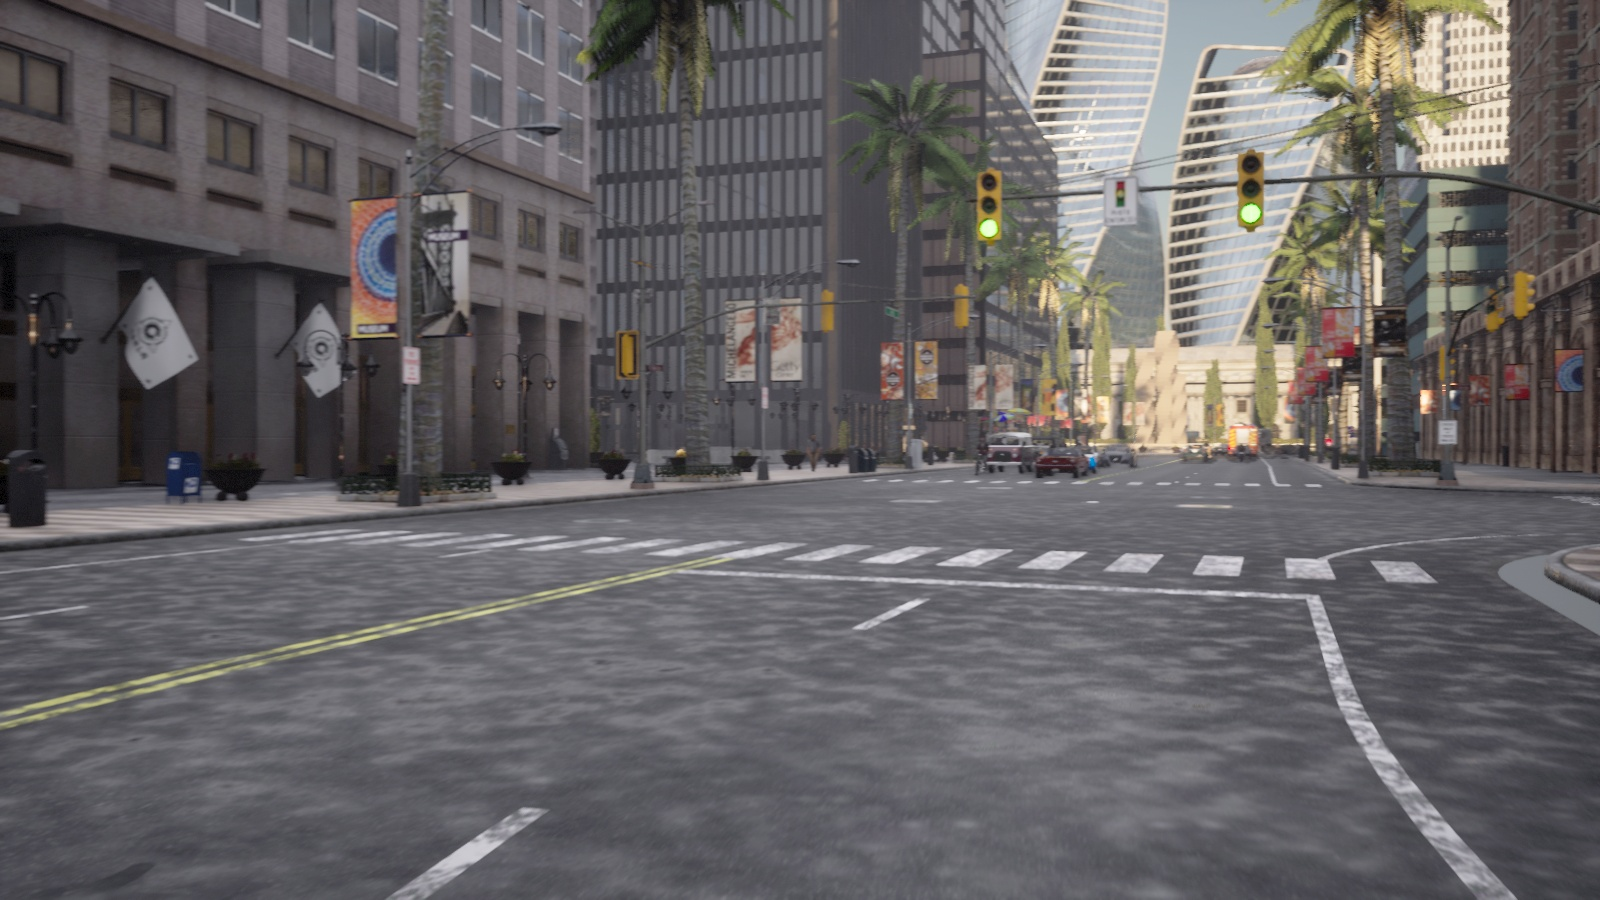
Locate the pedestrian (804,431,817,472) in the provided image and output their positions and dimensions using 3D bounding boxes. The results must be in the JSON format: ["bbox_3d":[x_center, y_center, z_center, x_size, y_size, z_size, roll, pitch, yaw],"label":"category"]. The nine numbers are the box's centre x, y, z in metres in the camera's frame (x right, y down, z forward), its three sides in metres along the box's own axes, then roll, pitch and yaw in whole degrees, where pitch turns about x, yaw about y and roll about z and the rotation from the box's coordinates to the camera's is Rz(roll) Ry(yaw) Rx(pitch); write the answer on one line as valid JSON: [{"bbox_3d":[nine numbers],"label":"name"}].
[{"bbox_3d":[0.477,0.082,56.909,0.540,1.848,0.694,0,0,1],"label":"pedestrian"}]

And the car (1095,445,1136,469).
[{"bbox_3d":[19.530,0.413,77.644,1.994,1.385,4.181,0,0,20],"label":"car"}]

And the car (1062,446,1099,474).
[{"bbox_3d":[13.956,0.478,62.404,1.481,1.376,2.207,0,0,20],"label":"car"}]

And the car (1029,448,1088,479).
[{"bbox_3d":[11.536,0.556,55.785,1.895,1.301,4.718,0,0,20],"label":"car"}]

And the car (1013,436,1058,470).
[{"bbox_3d":[13.320,0.170,70.871,1.905,1.878,3.866,0,0,20],"label":"car"}]

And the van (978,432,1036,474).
[{"bbox_3d":[10.387,0.137,62.826,2.069,2.038,4.480,0,0,20],"label":"van"}]
